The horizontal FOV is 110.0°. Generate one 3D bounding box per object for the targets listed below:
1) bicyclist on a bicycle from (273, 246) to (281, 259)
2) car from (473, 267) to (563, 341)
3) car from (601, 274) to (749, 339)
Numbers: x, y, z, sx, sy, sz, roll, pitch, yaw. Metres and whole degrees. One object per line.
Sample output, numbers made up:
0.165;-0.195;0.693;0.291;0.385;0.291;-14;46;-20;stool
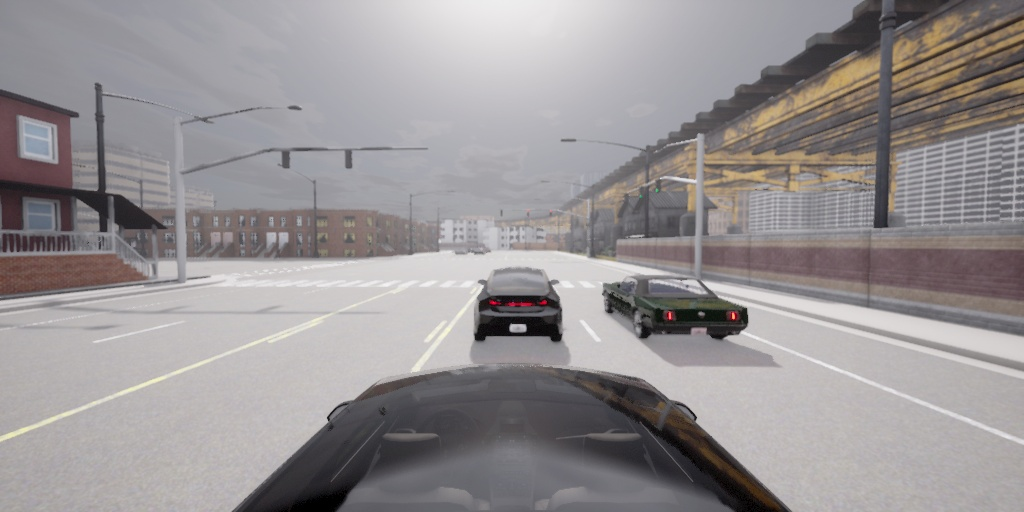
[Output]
-30.569;-0.466;46.624;0.582;1.620;1.656;0;2;1;bicyclist on a bicycle
0.157;1.010;9.002;1.837;1.490;4.892;0;2;1;car
3.663;1.104;9.144;1.895;1.301;4.718;0;2;1;car
